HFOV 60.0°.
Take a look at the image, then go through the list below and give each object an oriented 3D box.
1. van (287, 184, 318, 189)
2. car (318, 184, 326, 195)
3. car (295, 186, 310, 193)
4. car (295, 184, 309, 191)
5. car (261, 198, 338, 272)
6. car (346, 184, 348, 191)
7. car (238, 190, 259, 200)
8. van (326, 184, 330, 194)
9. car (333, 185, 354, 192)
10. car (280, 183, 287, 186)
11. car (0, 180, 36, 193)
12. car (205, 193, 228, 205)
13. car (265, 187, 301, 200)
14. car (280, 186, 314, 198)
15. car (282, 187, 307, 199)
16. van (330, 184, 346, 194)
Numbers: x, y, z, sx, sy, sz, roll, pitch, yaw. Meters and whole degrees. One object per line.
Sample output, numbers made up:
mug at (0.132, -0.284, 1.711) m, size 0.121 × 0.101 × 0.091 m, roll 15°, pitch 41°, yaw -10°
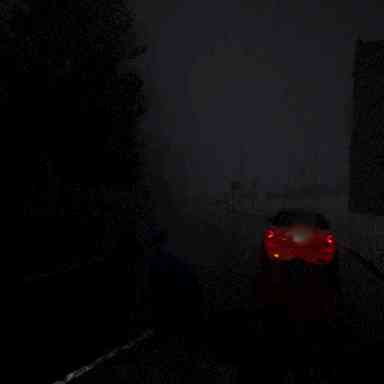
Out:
van at (19.360, -0.051, 58.778) m, size 4.442 × 1.987 × 1.878 m, roll 2°, pitch 3°, yaw 16°
car at (21.017, -0.189, 61.264) m, size 5.566 × 2.045 × 2.435 m, roll 2°, pitch 4°, yaw 16°
car at (24.977, -0.558, 75.117) m, size 1.812 × 1.442 × 4.674 m, roll 2°, pitch 4°, yaw 36°
car at (28.058, -1.172, 84.810) m, size 2.128 × 1.511 × 4.902 m, roll 2°, pitch 4°, yaw 36°
car at (3.542, 1.316, 11.277) m, size 2.097 × 1.767 × 4.553 m, roll 3°, pitch 1°, yaw 15°
car at (33.605, -0.819, 78.471) m, size 4.553 × 1.767 × 2.185 m, roll 2°, pitch 3°, yaw 16°
car at (8.946, 0.427, 52.910) m, size 1.812 × 1.442 × 4.674 m, roll 2°, pitch 4°, yaw 36°
van at (24.529, -0.382, 66.203) m, size 4.442 × 1.987 × 1.878 m, roll 2°, pitch 4°, yaw 16°
car at (39.061, -0.985, 85.833) m, size 4.792 × 1.488 × 2.163 m, roll 2°, pitch 3°, yaw 16°
car at (21.883, -0.944, 76.371) m, size 2.150 × 2.045 × 5.566 m, roll 2°, pitch 4°, yaw 36°
car at (-21.696, -0.584, 42.573) m, size 4.181 × 1.385 × 1.994 m, roll 4°, pitch -2°, yaw 5°
car at (3.213, 0.838, 43.422) m, size 1.812 × 1.442 × 4.674 m, roll 3°, pitch 3°, yaw 26°
car at (13.842, 0.495, 51.462) m, size 4.892 × 1.521 × 2.231 m, roll 2°, pitch 3°, yaw 16°
car at (17.266, 0.269, 56.415) m, size 5.366 × 1.575 × 1.946 m, roll 2°, pitch 4°, yaw 16°
car at (15.646, 0.426, 53.910) m, size 4.674 × 1.452 × 2.002 m, roll 2°, pitch 4°, yaw 16°
van at (31.950, -0.806, 75.969) m, size 4.442 × 1.987 × 1.878 m, roll 2°, pitch 3°, yaw 16°
